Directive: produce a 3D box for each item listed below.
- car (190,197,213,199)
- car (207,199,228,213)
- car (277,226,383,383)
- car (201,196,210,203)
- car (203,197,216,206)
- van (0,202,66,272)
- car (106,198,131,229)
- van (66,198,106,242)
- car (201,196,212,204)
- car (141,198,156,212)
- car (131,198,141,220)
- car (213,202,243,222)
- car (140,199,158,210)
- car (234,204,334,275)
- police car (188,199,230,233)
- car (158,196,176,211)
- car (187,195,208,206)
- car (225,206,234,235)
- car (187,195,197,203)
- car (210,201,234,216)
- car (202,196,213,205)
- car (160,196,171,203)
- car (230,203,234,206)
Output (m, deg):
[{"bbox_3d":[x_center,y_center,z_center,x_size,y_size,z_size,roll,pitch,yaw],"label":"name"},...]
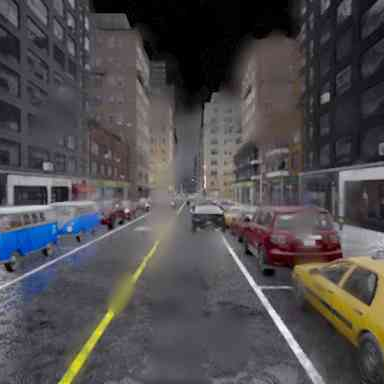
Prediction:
[{"bbox_3d":[0.898,1.514,29.855,1.837,1.490,4.892,0,0,0],"label":"car"},{"bbox_3d":[2.860,1.560,38.385,2.008,1.369,4.403,-1,0,0],"label":"car"},{"bbox_3d":[2.852,1.528,5.040,1.752,1.417,4.829,-1,0,0],"label":"car"},{"bbox_3d":[2.867,1.580,71.900,1.802,1.307,4.206,-1,0,0],"label":"car"},{"bbox_3d":[2.863,1.558,55.142,2.008,1.369,4.403,-1,0,0],"label":"car"},{"bbox_3d":[-5.680,1.346,10.456,1.690,1.788,3.998,-1,0,0],"label":"van"},{"bbox_3d":[-5.680,1.323,21.628,2.192,1.841,5.009,-1,0,0],"label":"car"},{"bbox_3d":[-5.680,1.348,16.042,1.690,1.788,3.998,-1,0,0],"label":"van"},{"bbox_3d":[2.865,1.567,66.314,1.947,1.339,4.313,-1,0,0],"label":"car"},{"bbox_3d":[-5.679,1.450,38.384,1.967,1.590,4.097,-1,0,0],"label":"car"},{"bbox_3d":[-5.679,1.449,27.213,1.967,1.590,4.097,-1,0,0],"label":"car"},{"bbox_3d":[2.857,1.574,27.213,1.947,1.339,4.313,-1,0,0],"label":"car"},{"bbox_3d":[-5.678,1.592,43.970,1.802,1.307,4.206,-1,0,0],"label":"car"},{"bbox_3d":[2.851,1.320,10.456,2.192,1.841,5.009,-1,0,0],"label":"car"},{"bbox_3d":[0.899,1.433,19.964,1.930,1.638,5.238,0,0,0],"label":"police car"},{"bbox_3d":[-3.088,1.360,41.722,2.097,1.767,4.553,0,0,0],"label":"car"},{"bbox_3d":[0.833,1.361,35.817,2.097,1.767,4.553,0,0,-1],"label":"car"},{"bbox_3d":[2.855,1.588,16.041,1.802,1.307,4.206,-1,0,0],"label":"car"},{"bbox_3d":[-0.003,1.421,71.032,1.882,1.535,5.008,0,0,0],"label":"car"},{"bbox_3d":[2.858,1.575,32.799,1.947,1.339,4.313,-1,0,0],"label":"car"},{"bbox_3d":[2.864,1.530,60.898,1.752,1.417,4.829,-1,0,0],"label":"car"},{"bbox_3d":[-5.679,1.543,71.899,1.887,1.381,4.507,-1,0,0],"label":"car"},{"bbox_3d":[2.856,1.533,21.797,1.752,1.417,4.829,-1,0,0],"label":"car"}]
